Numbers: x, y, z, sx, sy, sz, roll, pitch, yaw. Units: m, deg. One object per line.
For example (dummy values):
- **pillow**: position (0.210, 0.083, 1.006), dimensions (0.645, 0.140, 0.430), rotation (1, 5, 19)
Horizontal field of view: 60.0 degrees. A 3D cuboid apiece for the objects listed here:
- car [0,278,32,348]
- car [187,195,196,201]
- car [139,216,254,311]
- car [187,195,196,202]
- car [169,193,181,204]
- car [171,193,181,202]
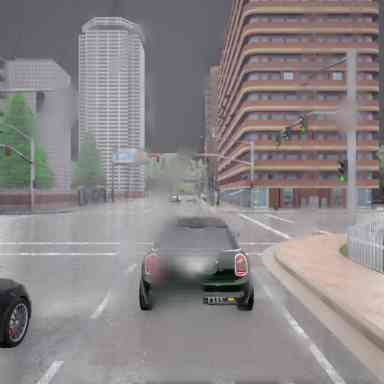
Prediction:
- **car**: position (-3.431, 1.526, 3.317), dimensions (1.812, 1.442, 4.674), rotation (0, 0, 0)
- **car**: position (-0.161, 1.506, 85.343), dimensions (2.128, 1.511, 4.902), rotation (0, 0, 0)
- **car**: position (0.098, 1.352, 7.936), dimensions (2.097, 1.767, 4.553), rotation (0, 0, 1)
- **car**: position (-0.144, 1.518, 76.344), dimensions (1.812, 1.442, 4.674), rotation (0, 0, 0)
- **car**: position (-3.525, 1.491, 66.085), dimensions (2.128, 1.511, 4.902), rotation (0, 0, 0)
- **car**: position (-3.643, 1.219, 76.086), dimensions (2.150, 2.045, 5.566), rotation (0, 0, 0)
